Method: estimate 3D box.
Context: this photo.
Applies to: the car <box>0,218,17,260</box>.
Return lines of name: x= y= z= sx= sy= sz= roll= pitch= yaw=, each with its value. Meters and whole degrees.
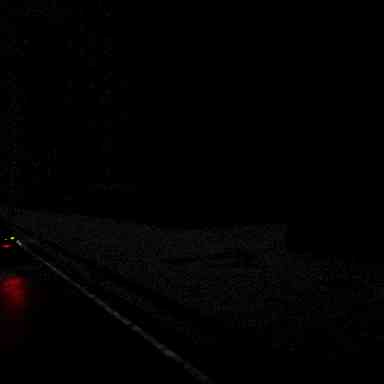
car: x=-7.660 y=1.667 z=12.226 sx=1.812 sy=1.442 sz=4.674 roll=0 pitch=0 yaw=-35
